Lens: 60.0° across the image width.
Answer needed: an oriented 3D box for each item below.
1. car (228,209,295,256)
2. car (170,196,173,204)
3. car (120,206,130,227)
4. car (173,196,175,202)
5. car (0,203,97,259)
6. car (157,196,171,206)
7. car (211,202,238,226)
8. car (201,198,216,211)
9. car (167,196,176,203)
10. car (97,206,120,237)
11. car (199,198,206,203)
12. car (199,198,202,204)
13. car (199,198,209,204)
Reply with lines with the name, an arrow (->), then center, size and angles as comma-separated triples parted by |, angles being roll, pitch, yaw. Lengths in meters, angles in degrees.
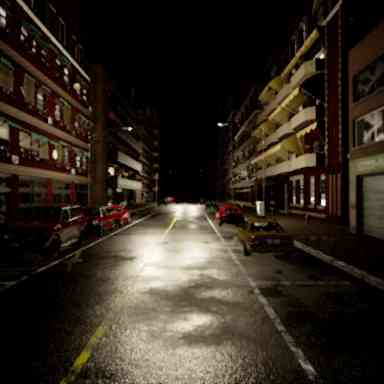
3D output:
car -> 2.695, 1.618, 13.330 | 1.752, 1.417, 4.829 | 0, 0, 0
car -> -5.674, 2.023, 69.527 | 2.008, 1.369, 4.403 | 0, 0, 0
car -> -5.683, 1.713, 24.439 | 1.887, 1.381, 4.507 | 0, 0, 0
car -> -5.671, 2.092, 80.799 | 1.887, 1.381, 4.507 | 0, 0, 0
car -> -5.685, 1.407, 13.168 | 2.192, 1.841, 5.009 | 0, 0, 0
car -> -5.675, 1.985, 63.890 | 2.008, 1.369, 4.403 | 0, 0, 0
car -> 2.697, 1.713, 24.433 | 1.887, 1.381, 4.507 | 0, 0, 0
car -> 2.702, 1.872, 46.976 | 2.008, 1.369, 4.403 | 0, 0, 0
car -> -5.668, 1.938, 92.074 | 2.192, 1.841, 5.009 | 0, 0, 0
car -> -5.684, 1.570, 18.802 | 1.967, 1.590, 4.097 | 0, 0, 0
car -> 2.711, 2.167, 86.429 | 1.802, 1.307, 4.206 | 0, 0, 0
car -> 2.708, 1.999, 69.691 | 1.752, 1.417, 4.829 | 0, 0, 0
car -> 2.708, 2.076, 75.157 | 1.947, 1.339, 4.313 | 0, 0, 0
